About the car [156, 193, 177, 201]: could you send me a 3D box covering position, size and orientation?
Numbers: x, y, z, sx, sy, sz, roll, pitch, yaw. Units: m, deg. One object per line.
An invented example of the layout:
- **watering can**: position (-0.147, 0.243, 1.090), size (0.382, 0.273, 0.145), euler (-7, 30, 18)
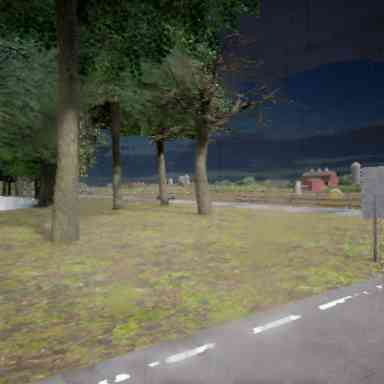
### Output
- **car**: position (-4.230, 0.800, 55.459), size (1.994, 1.385, 4.181), euler (-1, 1, -35)
